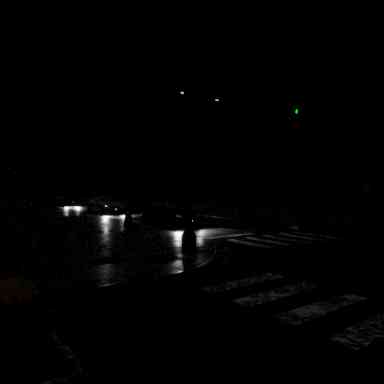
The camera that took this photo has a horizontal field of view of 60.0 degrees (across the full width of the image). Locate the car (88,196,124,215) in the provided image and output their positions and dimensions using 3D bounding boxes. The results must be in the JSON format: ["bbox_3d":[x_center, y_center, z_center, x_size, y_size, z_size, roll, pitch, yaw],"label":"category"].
[{"bbox_3d":[-7.341,1.037,28.076,1.812,1.442,4.674,0,1,-36],"label":"car"}]

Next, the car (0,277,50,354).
[{"bbox_3d":[-4.222,1.525,3.650,4.829,1.417,1.752,0,0,-35],"label":"car"}]

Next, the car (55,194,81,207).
[{"bbox_3d":[-13.943,0.873,37.314,1.994,1.385,4.181,0,1,-36],"label":"car"}]

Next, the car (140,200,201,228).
[{"bbox_3d":[-1.406,1.227,19.770,1.812,1.442,4.674,0,1,-37],"label":"car"}]
